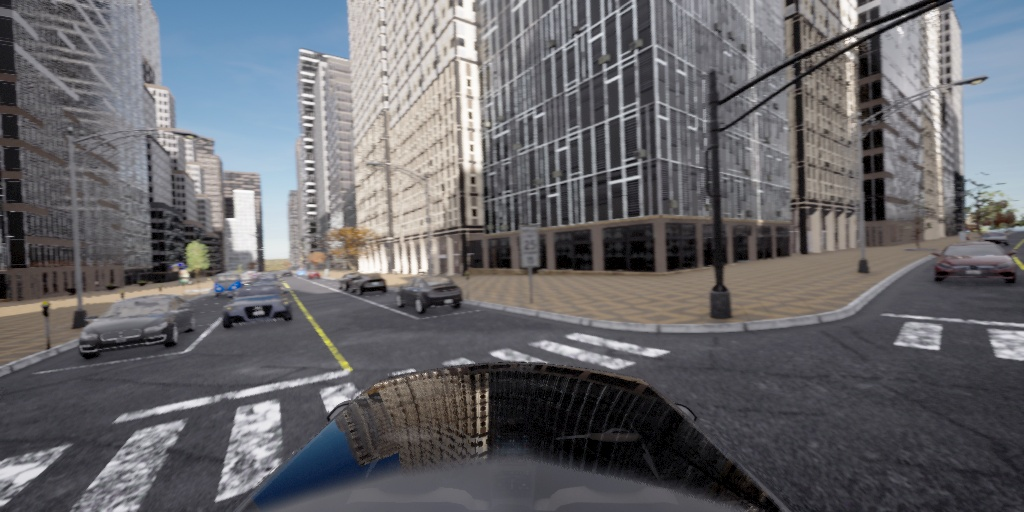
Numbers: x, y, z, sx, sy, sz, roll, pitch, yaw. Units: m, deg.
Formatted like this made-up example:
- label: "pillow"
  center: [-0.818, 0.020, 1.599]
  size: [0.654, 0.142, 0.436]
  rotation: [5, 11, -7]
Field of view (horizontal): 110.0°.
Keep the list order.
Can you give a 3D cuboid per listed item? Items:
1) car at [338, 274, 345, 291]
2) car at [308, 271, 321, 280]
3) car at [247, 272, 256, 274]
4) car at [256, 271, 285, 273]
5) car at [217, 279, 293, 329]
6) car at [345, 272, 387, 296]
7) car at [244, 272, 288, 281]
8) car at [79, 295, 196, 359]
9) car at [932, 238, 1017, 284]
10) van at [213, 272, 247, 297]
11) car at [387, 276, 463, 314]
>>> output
- label: "car"
  center: [-12.828, 2.008, 29.045]
  size: [1.948, 1.339, 4.313]
  rotation: [0, 0, -34]
- label: "car"
  center: [-31.478, 3.050, 57.156]
  size: [1.802, 1.307, 4.207]
  rotation: [0, 0, -34]
- label: "car"
  center: [-32.234, 3.013, 43.147]
  size: [2.007, 1.370, 4.403]
  rotation: [0, 0, -34]
- label: "car"
  center: [-26.514, 2.682, 39.335]
  size: [2.128, 1.511, 4.902]
  rotation: [-3, 0, -34]
- label: "car"
  center: [-9.725, 1.815, 13.851]
  size: [1.994, 1.385, 4.181]
  rotation: [-3, 0, -34]
- label: "car"
  center: [-9.719, 1.840, 24.360]
  size: [1.948, 1.339, 4.313]
  rotation: [0, 0, -34]
- label: "car"
  center: [-17.864, 2.180, 26.119]
  size: [2.128, 1.511, 4.902]
  rotation: [-3, 0, -34]
- label: "car"
  center: [-10.474, 1.832, 10.350]
  size: [2.007, 1.370, 4.403]
  rotation: [0, 0, -34]
- label: "car"
  center: [17.964, 0.205, 13.998]
  size: [4.674, 1.442, 1.812]
  rotation: [-4, 1, -38]
- label: "van"
  center: [-22.909, 2.292, 29.092]
  size: [1.690, 1.789, 3.998]
  rotation: [0, 0, -34]
- label: "car"
  center: [-3.502, 1.492, 14.989]
  size: [2.007, 1.370, 4.403]
  rotation: [0, 0, -34]
